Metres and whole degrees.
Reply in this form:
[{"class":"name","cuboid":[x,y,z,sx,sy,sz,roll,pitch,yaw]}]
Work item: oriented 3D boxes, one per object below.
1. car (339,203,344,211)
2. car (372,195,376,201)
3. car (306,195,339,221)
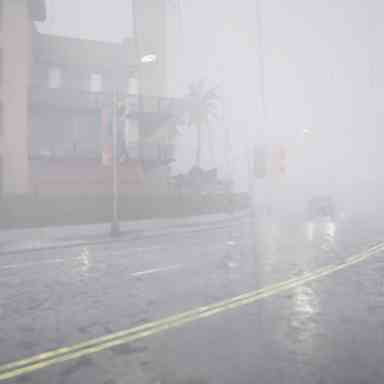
[{"class":"car","cuboid":[18.045,1.682,43.042,1.895,1.301,4.718,-1,0,6]},{"class":"car","cuboid":[43.825,1.450,76.809,1.816,1.474,4.193,0,0,-18]},{"class":"car","cuboid":[11.169,1.284,28.549,2.150,2.045,5.566,0,0,23]}]
